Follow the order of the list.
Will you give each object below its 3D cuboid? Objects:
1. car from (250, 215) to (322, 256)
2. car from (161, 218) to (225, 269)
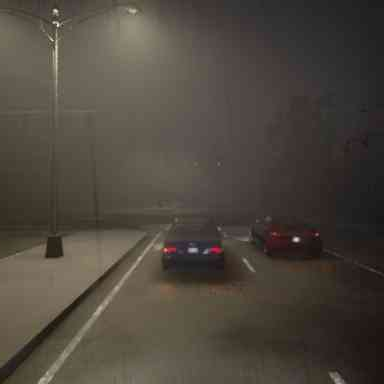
[{"bbox_3d":[3.574,1.596,13.302,1.994,1.385,4.181,0,0,1],"label":"car"},{"bbox_3d":[0.043,1.567,11.154,2.033,1.411,5.357,0,0,0],"label":"car"}]
